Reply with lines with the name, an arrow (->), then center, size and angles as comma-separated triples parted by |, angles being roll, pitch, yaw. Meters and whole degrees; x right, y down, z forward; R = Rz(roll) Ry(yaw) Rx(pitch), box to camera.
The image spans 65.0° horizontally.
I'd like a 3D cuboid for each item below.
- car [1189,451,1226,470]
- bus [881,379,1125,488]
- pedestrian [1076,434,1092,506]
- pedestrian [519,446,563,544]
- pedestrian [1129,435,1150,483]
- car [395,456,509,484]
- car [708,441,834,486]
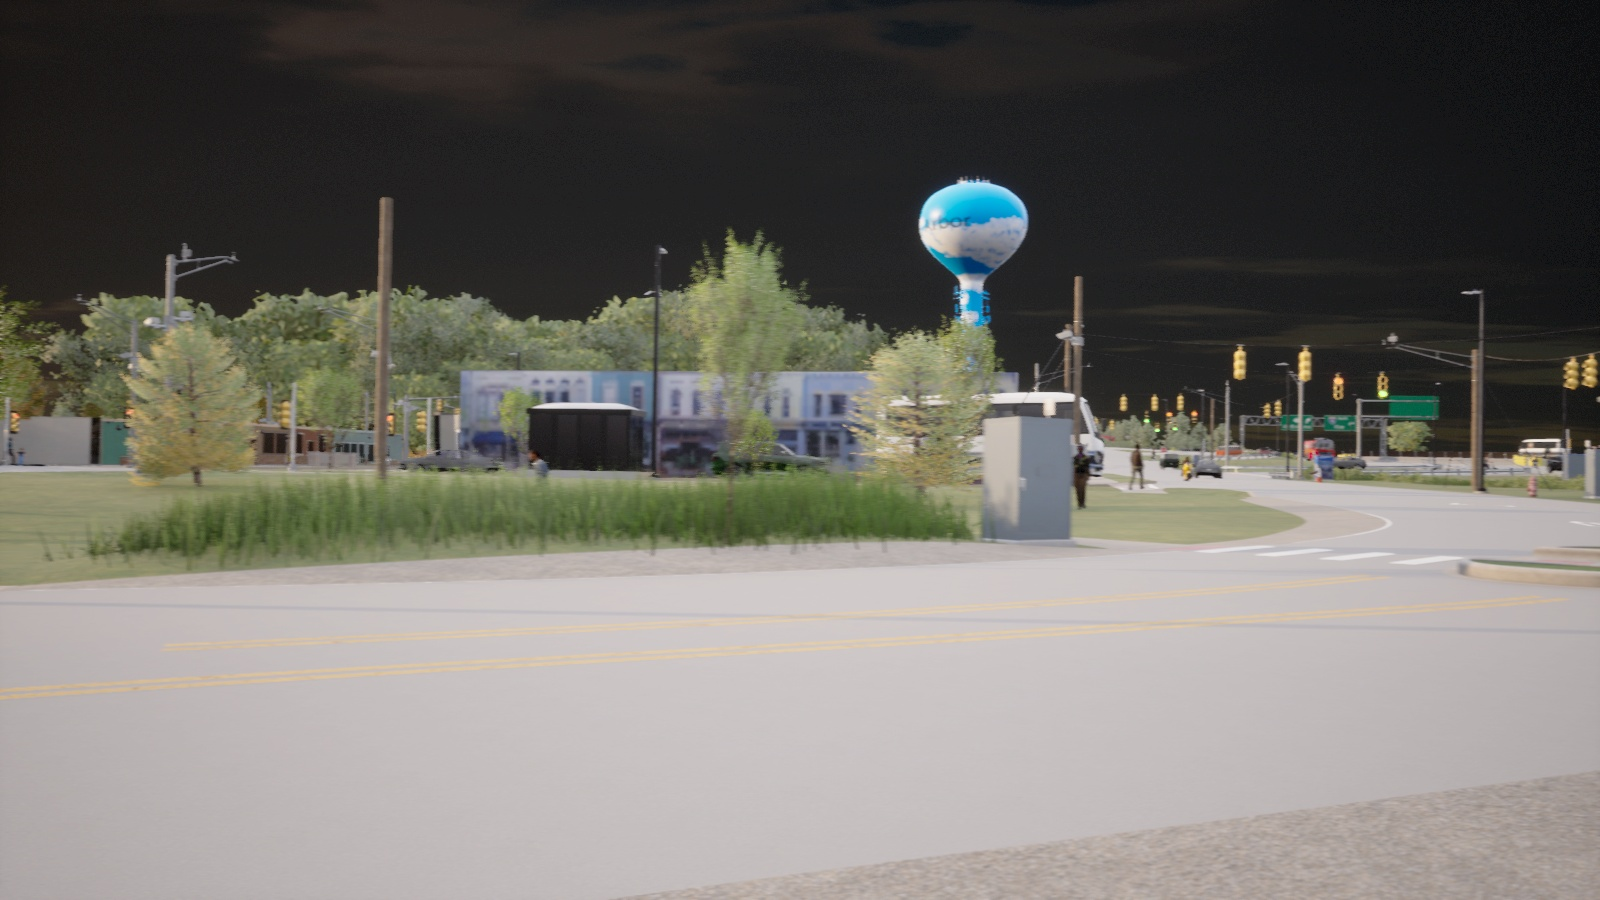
car -> 29.909, 0.748, 92.264 | 1.994, 1.385, 4.181 | 0, 0, 10
bus -> 9.133, -0.598, 56.317 | 10.273, 4.253, 3.944 | -2, -4, 16
pedestrian -> 7.744, 0.541, 34.251 | 0.395, 1.930, 0.692 | -1, -1, 15
pedestrian -> -5.233, 0.904, 25.379 | 0.788, 1.949, 0.423 | 0, -1, 4
pedestrian -> 13.065, 0.337, 48.323 | 0.703, 1.840, 0.431 | 1, -1, -36
car -> -18.108, 1.045, 65.510 | 5.357, 1.411, 2.033 | 0, -1, 10
car -> -1.321, 0.651, 58.799 | 5.566, 2.045, 2.150 | 0, -1, 9
